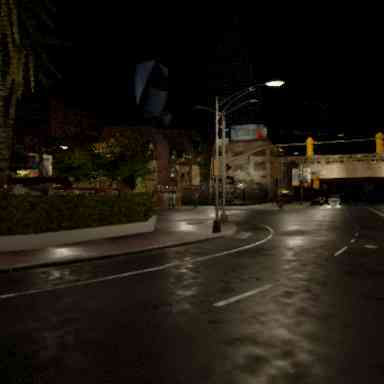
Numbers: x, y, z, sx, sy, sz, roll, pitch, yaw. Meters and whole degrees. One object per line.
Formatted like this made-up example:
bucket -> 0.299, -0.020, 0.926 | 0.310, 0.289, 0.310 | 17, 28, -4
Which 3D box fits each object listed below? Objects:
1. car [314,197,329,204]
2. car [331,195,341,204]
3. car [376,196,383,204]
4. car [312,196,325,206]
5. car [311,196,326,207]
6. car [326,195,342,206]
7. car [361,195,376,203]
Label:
car -> 30.071, 1.976, 77.180 | 2.231, 1.521, 4.892 | 0, 0, 34
car -> 33.882, 1.721, 78.324 | 2.150, 2.045, 5.566 | 0, 0, 24
car -> 45.839, 2.018, 79.226 | 2.033, 1.411, 5.357 | 0, 0, 25
car -> 25.627, 1.787, 67.364 | 2.185, 1.767, 4.553 | 0, 0, 24
car -> 23.124, 1.875, 61.444 | 2.097, 1.535, 5.008 | 0, 0, 24
car -> 27.401, 1.631, 63.894 | 2.150, 2.045, 5.566 | 0, 0, 24
car -> 42.658, 1.719, 80.690 | 2.150, 2.045, 5.566 | 0, 0, 25
